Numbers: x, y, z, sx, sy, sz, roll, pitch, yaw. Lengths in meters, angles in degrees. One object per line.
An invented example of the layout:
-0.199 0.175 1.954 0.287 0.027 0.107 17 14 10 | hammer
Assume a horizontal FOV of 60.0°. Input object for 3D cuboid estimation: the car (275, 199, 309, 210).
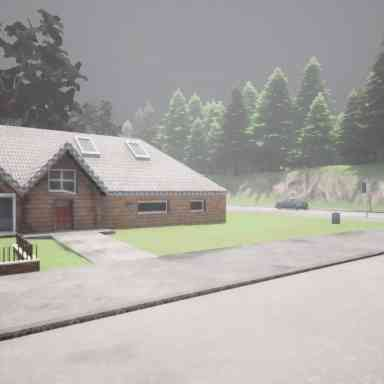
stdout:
12.684 1.564 42.413 1.994 1.385 4.181 0 0 -35 | car
